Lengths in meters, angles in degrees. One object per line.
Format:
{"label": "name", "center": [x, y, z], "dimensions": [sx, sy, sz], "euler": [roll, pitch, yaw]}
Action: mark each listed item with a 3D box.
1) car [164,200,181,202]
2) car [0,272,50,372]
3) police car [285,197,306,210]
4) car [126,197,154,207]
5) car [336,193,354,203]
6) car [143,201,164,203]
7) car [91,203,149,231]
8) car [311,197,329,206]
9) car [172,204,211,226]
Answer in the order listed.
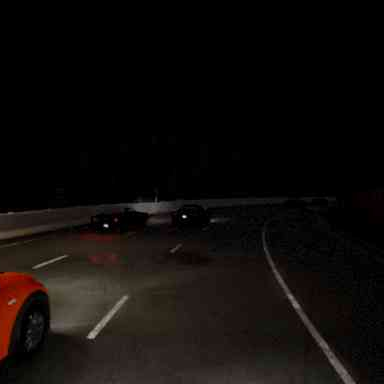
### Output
{"label": "car", "center": [-1.576, 1.512, 47.778], "dimensions": [1.812, 1.442, 4.674], "euler": [0, 0, 29]}
{"label": "car", "center": [-3.185, 1.341, 3.082], "dimensions": [2.097, 1.767, 4.553], "euler": [0, 0, 2]}
{"label": "police car", "center": [13.771, 1.463, 44.096], "dimensions": [1.930, 1.638, 5.238], "euler": [0, 0, 31]}
{"label": "car", "center": [-7.853, 1.490, 50.879], "dimensions": [1.812, 1.442, 4.674], "euler": [0, 0, 29]}
{"label": "car", "center": [31.069, 1.170, 66.644], "dimensions": [5.566, 2.045, 2.150], "euler": [0, 0, -39]}
{"label": "car", "center": [-4.501, 1.523, 49.847], "dimensions": [2.033, 1.411, 5.357], "euler": [0, 0, 28]}
{"label": "car", "center": [-4.289, 1.583, 20.706], "dimensions": [1.895, 1.301, 4.718], "euler": [0, 0, 13]}
{"label": "car", "center": [22.368, 1.628, 58.040], "dimensions": [1.994, 1.385, 4.181], "euler": [0, 0, 42]}
{"label": "car", "center": [0.041, 1.560, 23.367], "dimensions": [1.994, 1.385, 4.181], "euler": [0, 0, 15]}
